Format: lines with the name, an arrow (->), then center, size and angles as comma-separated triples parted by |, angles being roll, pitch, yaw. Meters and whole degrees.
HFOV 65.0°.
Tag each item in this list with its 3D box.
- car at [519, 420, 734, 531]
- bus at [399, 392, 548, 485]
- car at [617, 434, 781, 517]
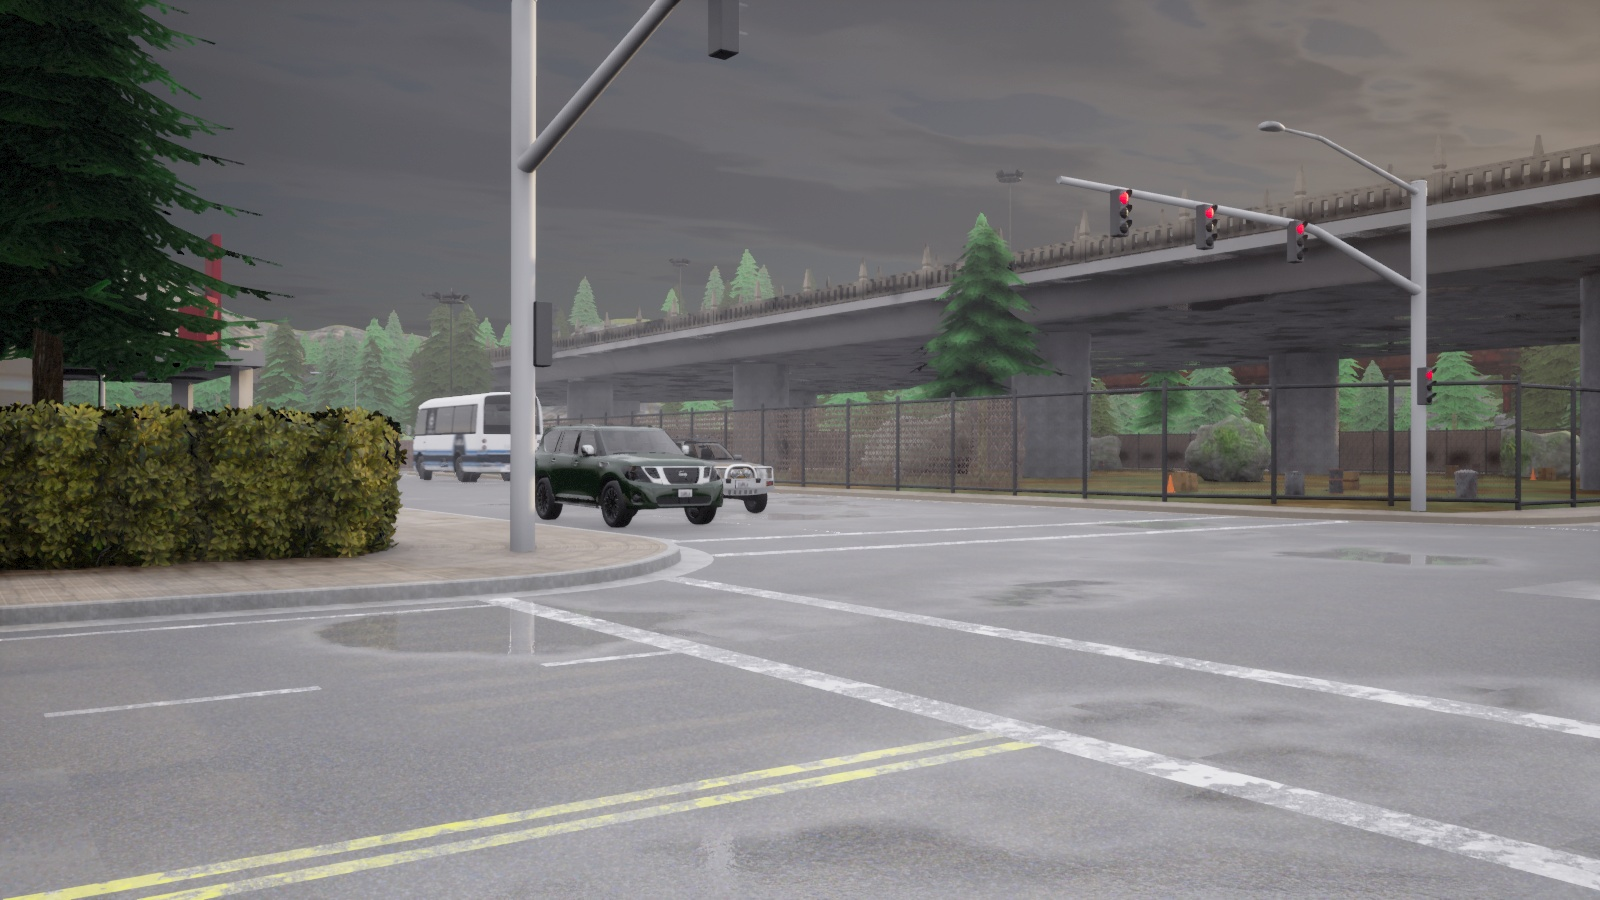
car -> -3.753, 0.480, 26.071 | 2.150, 2.045, 5.566 | 0, 0, -35
bus -> -16.542, -0.498, 62.969 | 3.944, 4.253, 10.273 | 0, 0, -35
car -> -2.549, 0.586, 30.481 | 1.932, 1.855, 4.605 | 0, 0, -35
